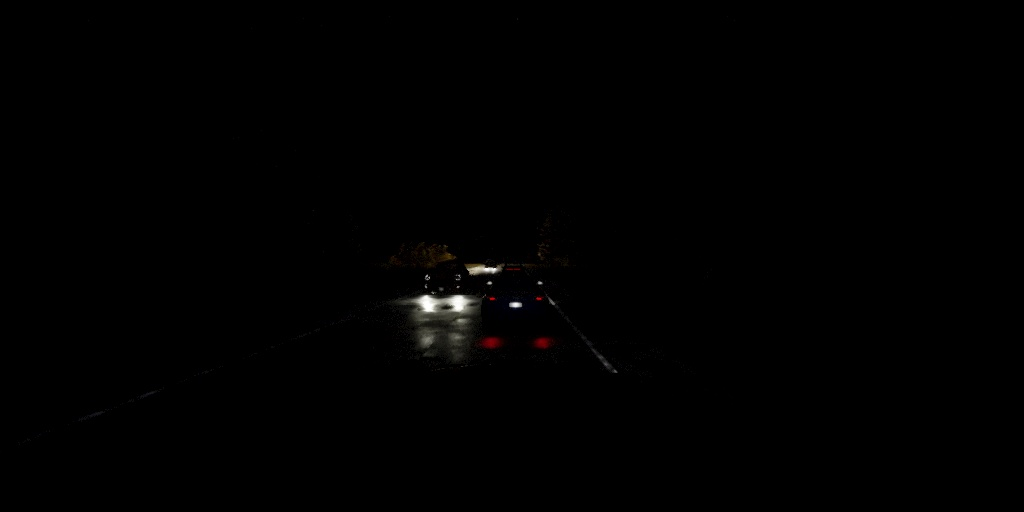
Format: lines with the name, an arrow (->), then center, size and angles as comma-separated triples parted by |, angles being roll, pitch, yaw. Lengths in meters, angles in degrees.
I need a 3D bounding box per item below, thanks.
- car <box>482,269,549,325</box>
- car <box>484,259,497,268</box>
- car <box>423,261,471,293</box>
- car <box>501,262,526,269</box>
car -> 0.101, 1.314, 11.852 | 1.994, 1.385, 4.181 | 0, 0, 0
car -> -3.535, 1.230, 59.501 | 2.128, 1.511, 4.902 | 0, 0, 1
car -> -3.596, 1.101, 20.506 | 2.097, 1.767, 4.553 | 0, 0, 0
car -> 0.104, 1.240, 29.544 | 2.128, 1.511, 4.902 | 0, 0, 0
